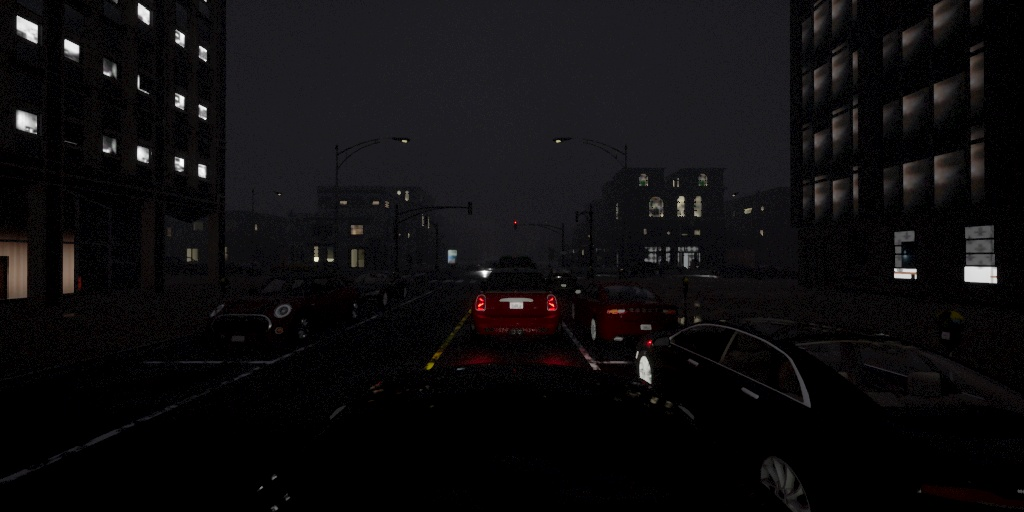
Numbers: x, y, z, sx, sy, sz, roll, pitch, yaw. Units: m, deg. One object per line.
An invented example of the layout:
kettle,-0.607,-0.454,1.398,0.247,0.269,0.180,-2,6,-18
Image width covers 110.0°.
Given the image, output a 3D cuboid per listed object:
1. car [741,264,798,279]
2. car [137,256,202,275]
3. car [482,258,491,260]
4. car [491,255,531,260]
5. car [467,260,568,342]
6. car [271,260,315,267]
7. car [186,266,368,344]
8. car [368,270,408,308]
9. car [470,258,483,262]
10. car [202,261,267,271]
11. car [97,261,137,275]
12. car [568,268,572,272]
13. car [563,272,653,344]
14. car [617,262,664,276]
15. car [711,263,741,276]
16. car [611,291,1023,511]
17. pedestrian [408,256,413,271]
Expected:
car,23.631,1.433,32.434,4.207,1.307,1.802,0,0,1
car,-30.964,0.918,33.289,5.009,1.841,2.192,0,0,1
car,-3.092,1.357,52.070,1.895,1.301,4.718,0,0,-1
car,0.113,0.974,20.128,2.150,2.045,5.566,0,0,-1
car,0.096,1.103,9.974,2.097,1.767,4.553,0,0,0
car,-25.469,1.198,41.588,4.829,1.417,1.751,0,0,1
car,-5.693,1.191,9.443,1.967,1.591,4.097,0,0,0
car,-5.696,1.302,15.135,2.007,1.370,4.403,0,0,0
car,-5.709,1.339,53.213,1.802,1.307,4.207,0,0,0
car,-25.427,1.177,33.206,4.403,1.370,2.007,0,0,1
car,-36.500,1.131,33.372,4.403,1.370,2.007,0,0,1
car,2.683,1.303,20.813,2.007,1.370,4.403,0,0,0
car,2.687,1.296,9.429,1.888,1.381,4.507,0,0,0
car,13.772,1.339,38.403,4.892,1.490,1.837,0,0,1
car,23.618,1.447,38.256,4.181,1.385,1.994,0,0,2
car,2.689,1.301,3.737,2.007,1.370,4.403,0,0,0
pedestrian,-12.568,0.885,44.345,0.375,1.860,0.375,0,-1,1
